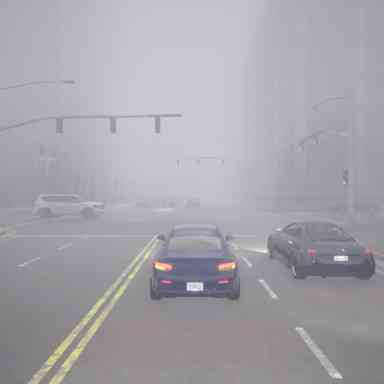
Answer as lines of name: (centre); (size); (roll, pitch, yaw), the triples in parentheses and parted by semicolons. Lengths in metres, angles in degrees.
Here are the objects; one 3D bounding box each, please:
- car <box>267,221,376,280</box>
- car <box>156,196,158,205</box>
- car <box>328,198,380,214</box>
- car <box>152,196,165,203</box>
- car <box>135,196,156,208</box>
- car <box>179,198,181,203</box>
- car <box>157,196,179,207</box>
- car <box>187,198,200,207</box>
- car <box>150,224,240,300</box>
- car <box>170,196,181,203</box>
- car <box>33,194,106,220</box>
car: (3.593, 1.564, 9.992); (1.994, 1.385, 4.181); (0, 0, 0)
car: (-6.957, 1.505, 58.186); (1.837, 1.490, 4.892); (0, 0, 0)
car: (16.780, 1.422, 34.500); (5.008, 1.535, 1.882); (0, 0, 0)
car: (-6.857, 1.547, 68.633); (2.033, 1.411, 5.357); (0, 0, 0)
car: (-6.994, 1.547, 48.452); (2.033, 1.411, 5.357); (0, 0, 0)
car: (-3.448, 1.478, 59.250); (1.882, 1.535, 5.008); (0, 0, 0)
car: (-3.489, 1.492, 49.659); (2.128, 1.511, 4.902); (0, 0, 0)
car: (0.197, 1.564, 51.167); (1.994, 1.385, 4.181); (0, 0, 0)
car: (0.077, 1.526, 8.256); (1.812, 1.442, 4.674); (0, 0, 1)
car: (-3.351, 1.564, 69.253); (1.994, 1.385, 4.181); (0, 0, 0)
car: (-9.925, 1.189, 27.042); (5.566, 2.045, 2.150); (0, 0, -1)
